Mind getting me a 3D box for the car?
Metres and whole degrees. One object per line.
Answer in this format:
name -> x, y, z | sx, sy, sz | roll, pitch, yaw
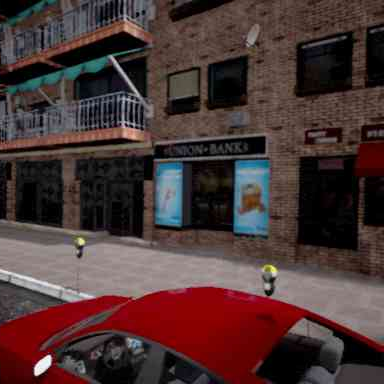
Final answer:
car -> -0.102, 1.517, 2.737 | 4.507, 1.381, 1.887 | 1, 1, 35
